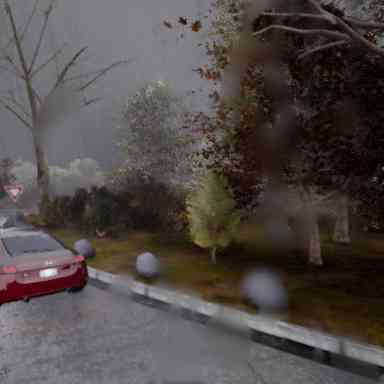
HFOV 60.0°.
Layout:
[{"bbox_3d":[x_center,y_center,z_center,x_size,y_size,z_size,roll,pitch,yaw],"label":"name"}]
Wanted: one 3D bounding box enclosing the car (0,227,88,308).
[{"bbox_3d":[-4.231,1.535,7.835,4.181,1.385,1.994,0,0,44],"label":"car"}]
